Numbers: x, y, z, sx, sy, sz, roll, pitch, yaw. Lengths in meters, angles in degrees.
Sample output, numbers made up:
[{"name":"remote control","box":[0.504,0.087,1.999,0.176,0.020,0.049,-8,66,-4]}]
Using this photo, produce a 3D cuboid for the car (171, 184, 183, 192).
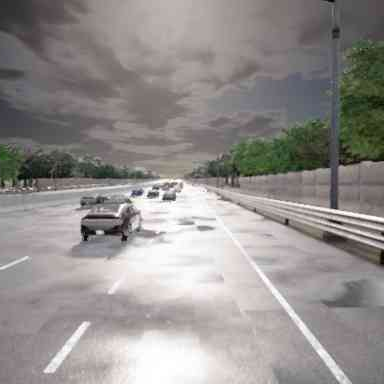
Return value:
[{"name":"car","box":[-3.700,-0.676,83.619,1.812,1.442,4.674,0,2,-1]}]

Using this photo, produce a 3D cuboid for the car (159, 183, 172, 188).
[{"name":"car","box":[-7.322,-1.045,93.973,2.033,1.411,5.357,0,2,-1]}]

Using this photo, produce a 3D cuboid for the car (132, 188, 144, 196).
[{"name":"car","box":[-10.536,-0.075,65.203,1.882,1.535,5.008,0,2,0]}]

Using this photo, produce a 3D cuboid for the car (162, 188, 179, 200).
[{"name":"car","box":[-3.460,0.515,51.634,1.994,1.385,4.181,0,2,0]}]

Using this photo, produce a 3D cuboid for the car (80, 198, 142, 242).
[{"name":"car","box":[-3.438,1.247,14.859,2.128,1.511,4.902,0,1,0]}]

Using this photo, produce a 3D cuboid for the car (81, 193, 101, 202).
[{"name":"car","box":[-10.417,0.871,35.622,2.128,1.511,4.902,0,1,0]}]

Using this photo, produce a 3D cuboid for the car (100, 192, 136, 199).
[{"name":"car","box":[-6.915,1.035,31.637,1.994,1.385,4.181,0,1,0]}]

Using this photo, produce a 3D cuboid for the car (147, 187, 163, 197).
[{"name":"car","box":[-7.010,0.202,61.238,1.895,1.301,4.718,0,2,0]}]
